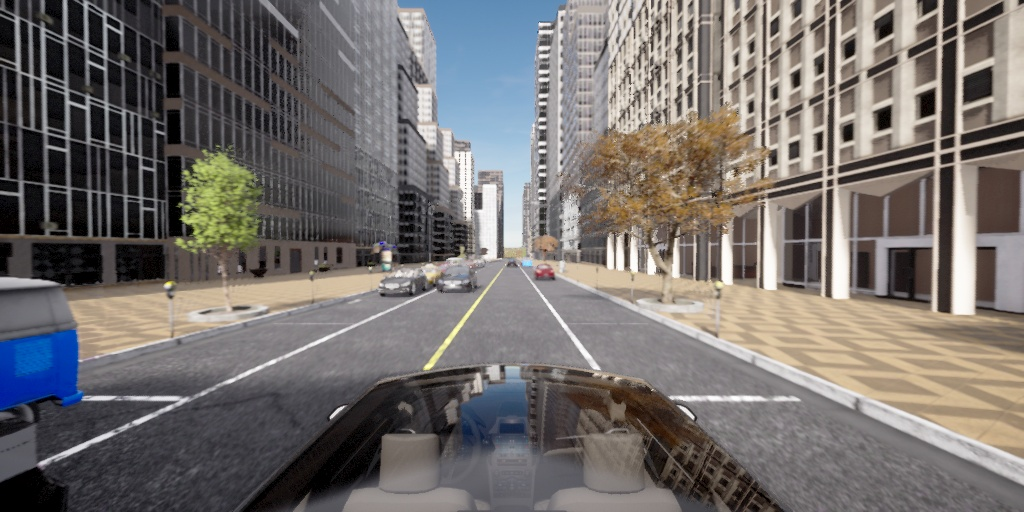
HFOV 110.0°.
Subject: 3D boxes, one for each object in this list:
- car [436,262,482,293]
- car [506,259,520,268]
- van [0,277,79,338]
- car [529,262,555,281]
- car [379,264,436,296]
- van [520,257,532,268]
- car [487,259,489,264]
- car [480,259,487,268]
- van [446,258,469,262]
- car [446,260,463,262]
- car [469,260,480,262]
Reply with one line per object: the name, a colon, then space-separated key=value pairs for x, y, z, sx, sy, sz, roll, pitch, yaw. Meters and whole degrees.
car: x=-3.039 y=1.278 z=20.701 sx=1.812 sy=1.442 sz=4.674 roll=0 pitch=0 yaw=0
car: x=0.009 y=1.314 z=63.301 sx=1.812 sy=1.442 sz=4.674 roll=0 pitch=0 yaw=0
van: x=-5.690 y=1.091 z=2.330 sx=1.690 sy=1.789 sz=3.998 roll=0 pitch=0 yaw=0
car: x=2.695 y=1.340 z=30.454 sx=1.802 sy=1.307 sz=4.207 roll=0 pitch=0 yaw=0
car: x=-5.688 y=1.302 z=19.205 sx=2.007 sy=1.370 sz=4.403 roll=0 pitch=0 yaw=0
van: x=2.700 y=1.131 z=64.204 sx=1.690 sy=1.789 sz=3.998 roll=0 pitch=0 yaw=0
car: x=-5.681 y=1.340 z=64.205 sx=2.007 sy=1.370 sz=4.403 roll=0 pitch=0 yaw=0
car: x=-5.682 y=1.333 z=58.580 sx=2.007 sy=1.370 sz=4.403 roll=0 pitch=0 yaw=0
van: x=-5.685 y=1.102 z=36.079 sx=1.690 sy=1.789 sz=3.998 roll=0 pitch=0 yaw=0
car: x=-5.686 y=1.303 z=30.455 sx=1.888 sy=1.381 sz=4.507 roll=0 pitch=0 yaw=0
car: x=-5.683 y=1.316 z=47.329 sx=1.888 sy=1.381 sz=4.507 roll=0 pitch=0 yaw=0
